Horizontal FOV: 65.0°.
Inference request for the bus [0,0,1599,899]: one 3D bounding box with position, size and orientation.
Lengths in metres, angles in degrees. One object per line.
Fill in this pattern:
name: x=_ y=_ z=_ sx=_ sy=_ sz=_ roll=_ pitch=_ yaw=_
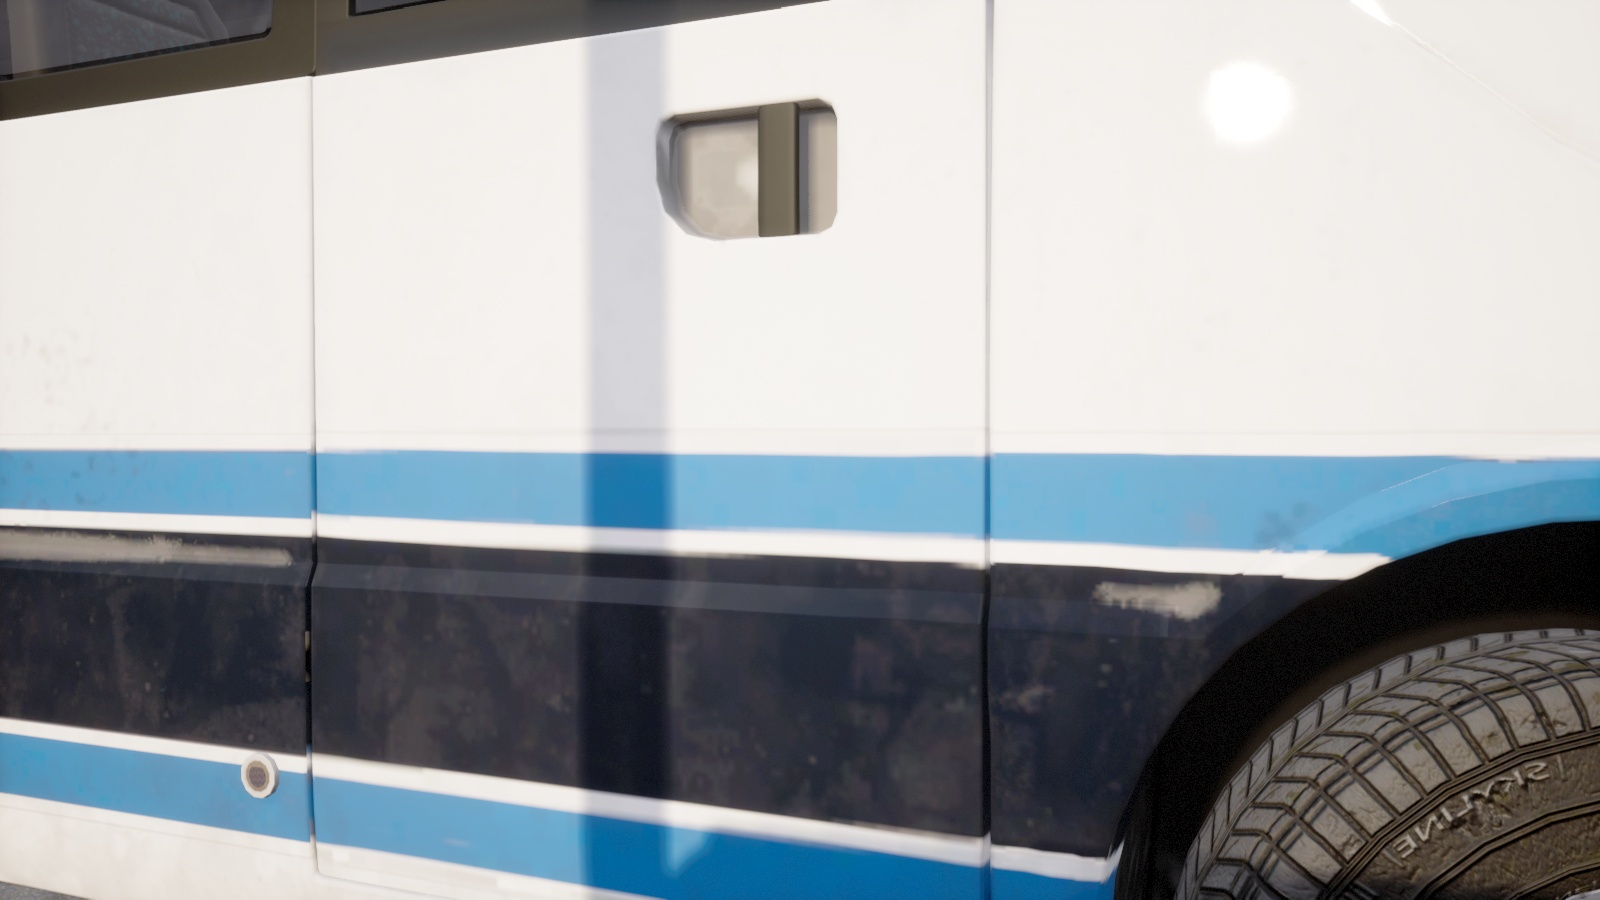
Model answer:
bus: x=-1.070 y=-0.622 z=4.224 sx=10.273 sy=4.253 sz=3.944 roll=1 pitch=1 yaw=23
